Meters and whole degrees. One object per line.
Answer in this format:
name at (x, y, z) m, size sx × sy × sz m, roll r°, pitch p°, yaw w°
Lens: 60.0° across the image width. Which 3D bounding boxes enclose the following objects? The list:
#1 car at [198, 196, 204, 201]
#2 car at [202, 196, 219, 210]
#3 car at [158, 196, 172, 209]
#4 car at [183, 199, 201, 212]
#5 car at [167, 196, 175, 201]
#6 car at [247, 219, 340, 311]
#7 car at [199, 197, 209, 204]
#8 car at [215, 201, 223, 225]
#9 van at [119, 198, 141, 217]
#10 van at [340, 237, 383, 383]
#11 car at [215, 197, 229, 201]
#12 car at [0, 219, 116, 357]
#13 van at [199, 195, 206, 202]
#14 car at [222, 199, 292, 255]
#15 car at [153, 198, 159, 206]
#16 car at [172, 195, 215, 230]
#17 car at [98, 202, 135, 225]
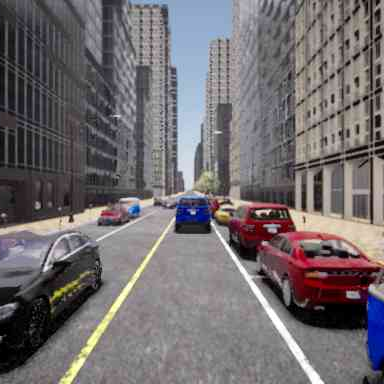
car at (2.509, 1.856, 93.224) m, size 1.802 × 1.307 × 4.206 m, roll 0°, pitch 0°, yaw 0°
car at (2.598, 1.495, 47.643) m, size 2.192 × 1.841 × 5.009 m, roll 0°, pitch 0°, yaw 0°
car at (-3.176, 1.670, 47.819) m, size 2.128 × 1.511 × 4.902 m, roll 0°, pitch 0°, yaw 0°
car at (0.018, 1.650, 41.343) m, size 2.128 × 1.511 × 4.902 m, roll 0°, pitch 0°, yaw 0°
car at (-5.871, 1.823, 93.208) m, size 2.008 × 1.369 × 4.403 m, roll 0°, pitch 0°, yaw 0°
car at (2.675, 1.578, 7.763) m, size 1.887 × 1.381 × 4.507 m, roll 0°, pitch 0°, yaw 0°
car at (2.553, 1.782, 70.434) m, size 1.887 × 1.381 × 4.507 m, roll 0°, pitch 0°, yaw 0°
car at (2.641, 1.625, 25.023) m, size 1.752 × 1.417 × 4.829 m, roll 0°, pitch 0°, yaw 0°
van at (-5.750, 1.461, 30.537) m, size 1.690 × 1.788 × 3.998 m, roll 0°, pitch 0°, yaw 0°
van at (2.686, 1.351, 2.066) m, size 1.690 × 1.788 × 3.998 m, roll 0°, pitch 0°, yaw 0°
car at (2.630, 1.436, 30.552) m, size 2.192 × 1.841 × 5.009 m, roll 0°, pitch 0°, yaw 0°
car at (-3.112, 1.518, 6.282) m, size 2.128 × 1.511 × 4.902 m, roll 0°, pitch 0°, yaw 0°
van at (2.532, 1.598, 81.828) m, size 1.690 × 1.788 × 3.998 m, roll 0°, pitch 0°, yaw 0°
car at (2.664, 1.370, 13.461) m, size 2.192 × 1.841 × 5.009 m, roll 0°, pitch 0°, yaw 0°
car at (-5.806, 1.776, 59.023) m, size 1.947 × 1.339 × 4.313 m, roll 0°, pitch 0°, yaw 0°
car at (0.058, 1.307, 21.684) m, size 2.150 × 2.045 × 5.566 m, roll 0°, pitch 0°, yaw 0°
car at (-5.739, 1.680, 24.837) m, size 1.802 × 1.307 × 4.206 m, roll 0°, pitch 0°, yaw 0°
